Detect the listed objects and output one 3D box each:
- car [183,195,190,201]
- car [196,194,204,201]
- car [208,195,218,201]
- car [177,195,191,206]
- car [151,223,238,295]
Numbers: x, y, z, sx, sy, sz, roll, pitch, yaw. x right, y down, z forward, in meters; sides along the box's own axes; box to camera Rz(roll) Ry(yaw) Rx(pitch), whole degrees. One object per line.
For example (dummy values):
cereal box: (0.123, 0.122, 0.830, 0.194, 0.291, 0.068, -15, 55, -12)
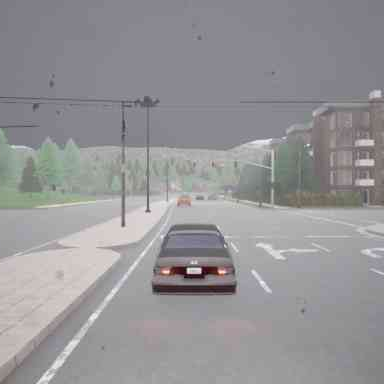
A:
car: (-1.431, 1.522, 85.413, 1.812, 1.442, 4.674, 0, 0, 0)
car: (2.069, 1.476, 85.448, 1.882, 1.535, 5.008, 0, 0, 0)
car: (5.569, 1.538, 85.452, 2.033, 1.411, 5.357, 0, 0, 0)
car: (-1.300, 1.351, 54.588, 2.097, 1.767, 4.553, 0, 0, -1)
car: (0.052, 1.547, 8.842, 2.033, 1.411, 5.357, 0, 0, 0)
